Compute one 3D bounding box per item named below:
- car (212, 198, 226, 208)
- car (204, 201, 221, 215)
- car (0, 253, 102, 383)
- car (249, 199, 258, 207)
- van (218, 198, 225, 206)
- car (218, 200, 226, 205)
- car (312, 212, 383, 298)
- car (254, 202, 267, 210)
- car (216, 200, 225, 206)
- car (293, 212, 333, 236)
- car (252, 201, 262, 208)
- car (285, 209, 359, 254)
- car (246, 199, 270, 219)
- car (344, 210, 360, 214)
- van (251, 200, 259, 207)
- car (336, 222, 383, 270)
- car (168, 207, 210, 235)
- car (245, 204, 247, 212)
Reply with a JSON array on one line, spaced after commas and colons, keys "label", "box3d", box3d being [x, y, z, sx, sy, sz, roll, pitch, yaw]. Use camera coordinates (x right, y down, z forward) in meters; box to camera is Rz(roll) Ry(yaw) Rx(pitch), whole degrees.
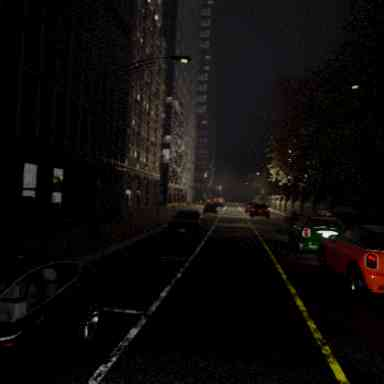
[{"label": "car", "box3d": [5.056, 2.175, 64.539, 2.192, 1.841, 5.009, 3, 0, 7]}, {"label": "car", "box3d": [2.393, 2.112, 42.458, 1.802, 1.307, 4.206, 3, 0, 7]}, {"label": "car", "box3d": [-2.492, 1.484, 3.776, 1.947, 1.339, 4.313, 3, -1, 8]}, {"label": "car", "box3d": [16.790, 2.982, 90.856, 2.192, 1.841, 5.009, 3, 0, 7]}, {"label": "van", "box3d": [7.705, 2.522, 86.620, 1.690, 1.788, 3.998, 3, 0, 7]}, {"label": "car", "box3d": [8.354, 2.823, 92.139, 1.947, 1.339, 4.313, 3, 0, 7]}, {"label": "car", "box3d": [5.135, 1.711, 9.491, 2.097, 1.767, 4.553, 3, -1, 8]}, {"label": "car", "box3d": [14.128, 2.901, 68.776, 2.008, 1.369, 4.403, 3, 0, 7]}, {"label": "car", "box3d": [7.030, 2.652, 81.098, 2.008, 1.369, 4.403, 3, 0, 7]}, {"label": "car", "box3d": [8.830, 2.273, 24.619, 1.802, 1.307, 4.206, 3, 0, 7]}, {"label": "car", "box3d": [15.459, 2.951, 79.816, 1.967, 1.590, 4.097, 3, 0, 7]}, {"label": "car", "box3d": [5.799, 1.805, 15.507, 2.097, 1.767, 4.553, 3, -1, 10]}, {"label": "car", "box3d": [7.918, 2.129, 39.237, 2.097, 1.767, 4.553, 3, -1, 7]}, {"label": "car", "box3d": [8.182, 1.922, 19.101, 2.192, 1.841, 5.009, 3, 0, 7]}, {"label": "van", "box3d": [16.127, 2.931, 85.336, 1.690, 1.788, 3.998, 3, 0, 7]}, {"label": "car", "box3d": [7.478, 2.101, 13.575, 1.802, 1.307, 4.206, 3, -1, 7]}, {"label": "car", "box3d": [-0.256, 1.764, 20.371, 1.947, 1.339, 4.313, 3, -1, 7]}, {"label": "car", "box3d": [9.243, 2.297, 50.579, 2.097, 1.767, 4.553, 3, -1, 7]}]
